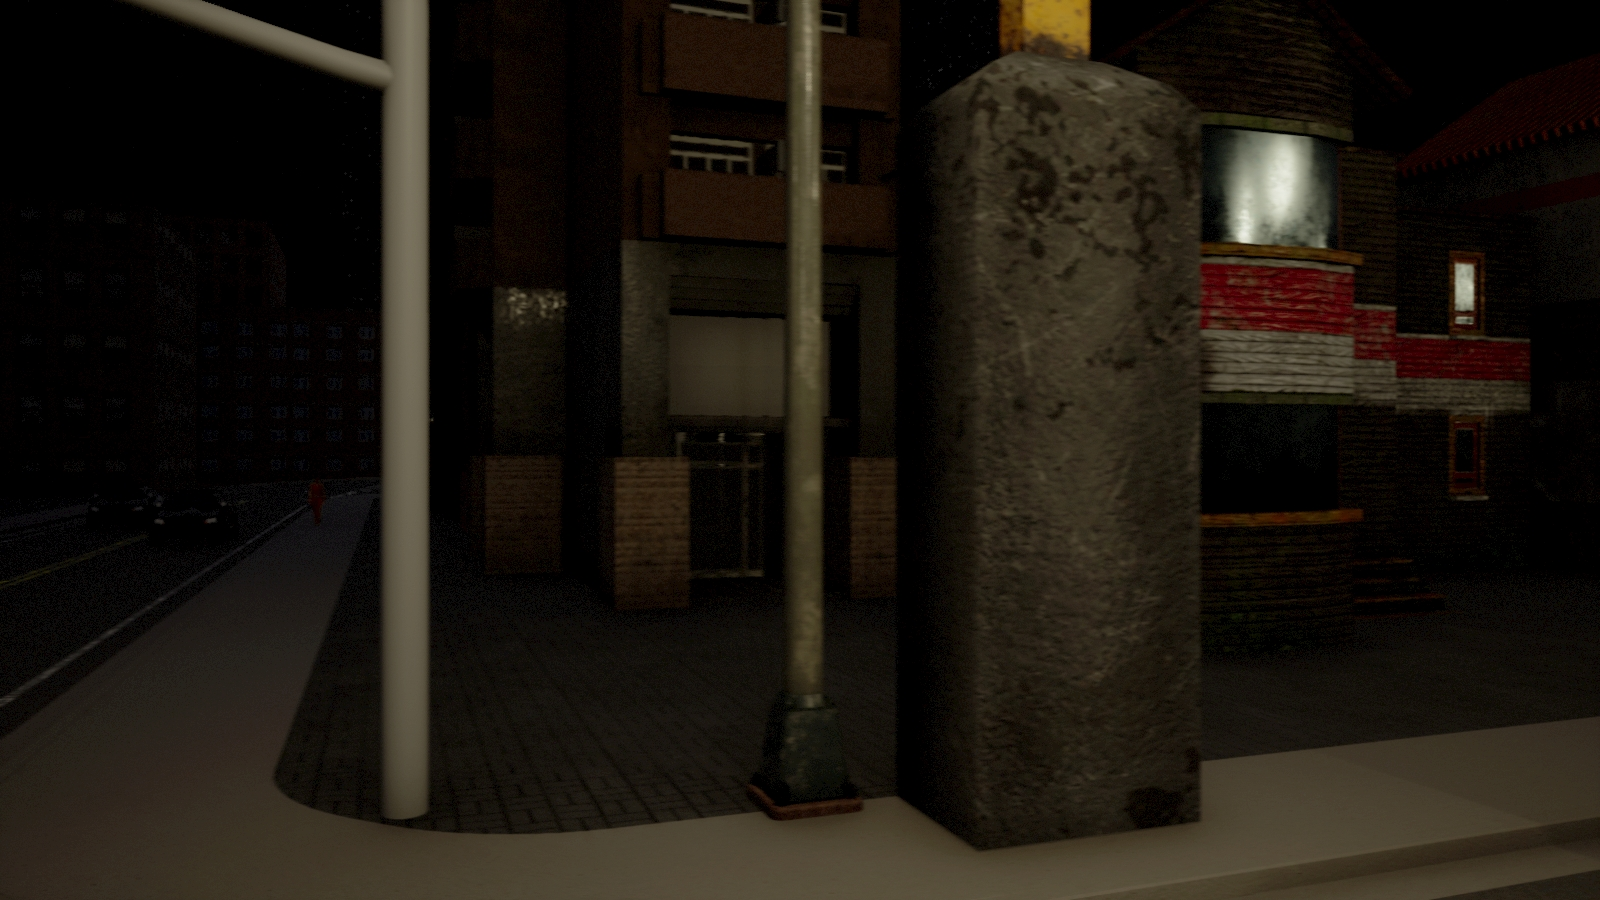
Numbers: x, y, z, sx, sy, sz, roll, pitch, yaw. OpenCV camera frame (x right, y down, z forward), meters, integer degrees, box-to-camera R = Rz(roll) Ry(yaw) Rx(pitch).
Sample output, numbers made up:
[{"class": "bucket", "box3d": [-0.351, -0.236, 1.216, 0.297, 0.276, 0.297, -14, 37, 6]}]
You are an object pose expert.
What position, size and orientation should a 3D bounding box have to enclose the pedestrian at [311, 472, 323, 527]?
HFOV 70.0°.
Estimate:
[{"class": "pedestrian", "box3d": [-16.687, 1.698, 39.450, 0.375, 1.860, 0.375, 0, 0, -21]}]
